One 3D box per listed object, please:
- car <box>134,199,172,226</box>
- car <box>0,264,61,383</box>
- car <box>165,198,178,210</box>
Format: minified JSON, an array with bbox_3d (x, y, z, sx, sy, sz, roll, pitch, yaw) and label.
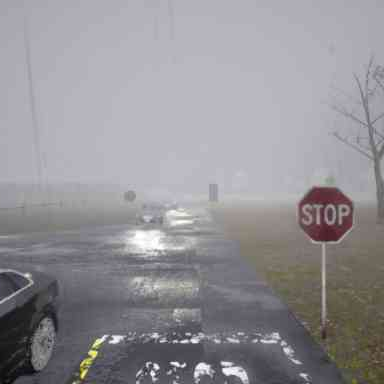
[{"bbox_3d":[-2.782,1.502,23.235,2.128,1.511,4.902,0,0,0],"label":"car"},{"bbox_3d":[-2.754,1.493,2.769,2.128,1.511,4.902,0,0,0],"label":"car"},{"bbox_3d":[-2.808,1.498,42.044,2.128,1.511,4.902,0,0,0],"label":"car"}]
